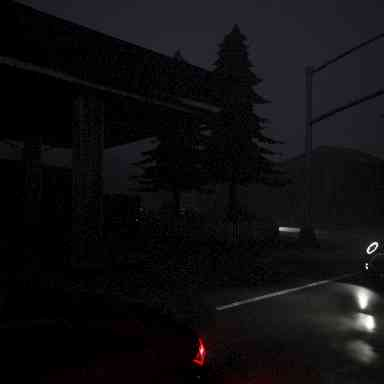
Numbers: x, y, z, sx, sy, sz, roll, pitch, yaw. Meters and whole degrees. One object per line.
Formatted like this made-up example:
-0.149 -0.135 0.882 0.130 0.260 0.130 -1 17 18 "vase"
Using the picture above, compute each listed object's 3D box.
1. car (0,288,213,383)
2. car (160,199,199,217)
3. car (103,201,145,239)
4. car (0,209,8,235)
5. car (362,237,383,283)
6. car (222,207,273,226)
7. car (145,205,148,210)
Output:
-1.843 1.620 2.692 4.181 1.385 1.994 1 -1 -36 "car"
-1.322 1.539 32.667 2.097 1.767 4.553 1 0 -36 "car"
-4.521 1.445 18.297 1.905 1.878 3.866 1 0 -36 "car"
-11.653 1.520 18.479 2.242 1.667 4.611 1 0 -36 "car"
6.503 1.427 8.725 4.553 1.767 2.097 1 0 -34 "car"
4.097 1.814 25.028 1.994 1.385 4.181 1 0 -35 "car"
-7.471 1.662 41.331 2.033 1.411 5.357 1 0 -35 "car"
